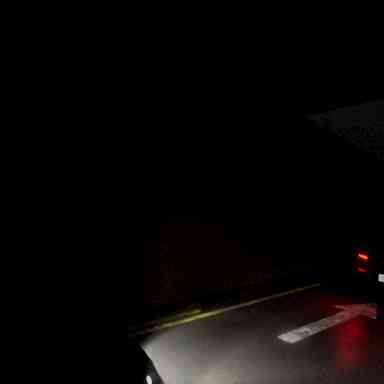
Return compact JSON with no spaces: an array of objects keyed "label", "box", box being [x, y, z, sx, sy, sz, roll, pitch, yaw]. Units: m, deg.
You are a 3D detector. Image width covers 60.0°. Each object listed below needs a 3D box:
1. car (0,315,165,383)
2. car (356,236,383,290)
[{"label":"car","box":[-2.225,1.564,2.255,4.181,1.385,1.994,0,0,-35]},{"label":"car","box":[5.662,1.525,7.807,4.674,1.442,1.812,0,0,-35]}]
